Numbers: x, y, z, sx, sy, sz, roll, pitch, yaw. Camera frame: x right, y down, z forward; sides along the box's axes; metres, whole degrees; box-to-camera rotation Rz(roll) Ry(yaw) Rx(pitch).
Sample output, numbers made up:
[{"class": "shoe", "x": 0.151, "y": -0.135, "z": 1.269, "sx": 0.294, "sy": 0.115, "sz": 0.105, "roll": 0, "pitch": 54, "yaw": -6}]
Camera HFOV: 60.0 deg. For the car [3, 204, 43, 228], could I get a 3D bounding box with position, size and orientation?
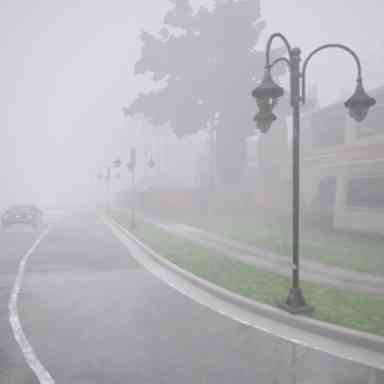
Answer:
[{"class": "car", "x": -11.063, "y": 1.510, "z": 21.995, "sx": 2.033, "sy": 1.411, "sz": 5.357, "roll": 0, "pitch": 0, "yaw": -19}]
